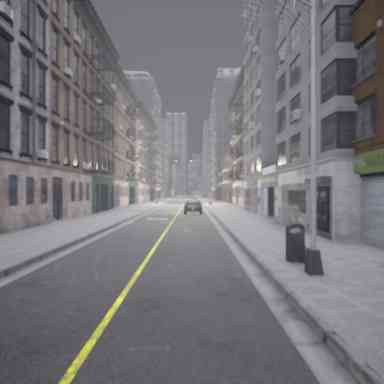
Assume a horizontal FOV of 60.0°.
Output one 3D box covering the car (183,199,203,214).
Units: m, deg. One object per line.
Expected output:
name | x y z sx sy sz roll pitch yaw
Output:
car | 0.111 1.482 35.162 2.128 1.511 4.902 0 0 0
